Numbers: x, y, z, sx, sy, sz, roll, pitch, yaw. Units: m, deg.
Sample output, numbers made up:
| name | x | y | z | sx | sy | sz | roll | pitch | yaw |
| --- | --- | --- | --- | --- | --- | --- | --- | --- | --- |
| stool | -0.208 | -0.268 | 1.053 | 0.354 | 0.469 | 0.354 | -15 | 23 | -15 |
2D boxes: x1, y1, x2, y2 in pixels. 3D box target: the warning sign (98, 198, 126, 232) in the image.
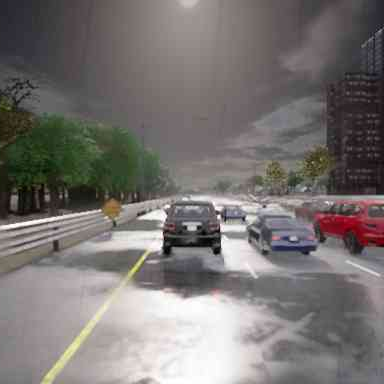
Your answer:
| name | x | y | z | sx | sy | sz | roll | pitch | yaw |
| --- | --- | --- | --- | --- | --- | --- | --- | --- | --- |
| warning sign | -4.535 | 1.281 | 18.952 | 1.300 | 1.860 | 1.060 | 0 | 0 | 0 |

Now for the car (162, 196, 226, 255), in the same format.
| name | x | y | z | sx | sy | sz | roll | pitch | yaw |
| --- | --- | --- | --- | --- | --- | --- | --- | --- | --- |
| car | 0.007 | 1.343 | 13.998 | 2.150 | 2.045 | 5.566 | 0 | 0 | 0 |

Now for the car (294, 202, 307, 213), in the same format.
| name | x | y | z | sx | sy | sz | roll | pitch | yaw |
| --- | --- | --- | --- | --- | --- | --- | --- | --- | --- |
| car | 10.516 | 1.580 | 29.051 | 2.097 | 1.767 | 4.553 | 0 | -1 | 0 |

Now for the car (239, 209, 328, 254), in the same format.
| name | x | y | z | sx | sy | sz | roll | pitch | yaw |
| --- | --- | --- | --- | --- | --- | --- | --- | --- | --- |
| car | 3.507 | 1.674 | 13.971 | 2.033 | 1.411 | 5.357 | 0 | 0 | 0 |

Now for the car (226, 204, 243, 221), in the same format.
| name | x | y | z | sx | sy | sz | roll | pitch | yaw |
| --- | --- | --- | --- | --- | --- | --- | --- | --- | --- |
| car | 3.515 | 1.777 | 28.967 | 2.033 | 1.411 | 5.357 | 0 | 0 | 0 |

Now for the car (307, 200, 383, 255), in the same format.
| name | x | y | z | sx | sy | sz | roll | pitch | yaw |
| --- | --- | --- | --- | --- | --- | --- | --- | --- | --- |
| car | 7.007 | 1.343 | 13.996 | 2.150 | 2.045 | 5.566 | 0 | 0 | 0 |

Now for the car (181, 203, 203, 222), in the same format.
| name | x | y | z | sx | sy | sz | roll | pitch | yaw |
| --- | --- | --- | --- | --- | --- | --- | --- | --- | --- |
| car | 0.017 | 1.757 | 29.349 | 1.812 | 1.442 | 4.674 | 0 | 0 | 0 |

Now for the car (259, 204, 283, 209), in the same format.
| name | x | y | z | sx | sy | sz | roll | pitch | yaw |
| --- | --- | --- | --- | --- | --- | --- | --- | --- | --- |
| car | 7.017 | 1.757 | 29.353 | 1.812 | 1.442 | 4.674 | 0 | 0 | 0 |
